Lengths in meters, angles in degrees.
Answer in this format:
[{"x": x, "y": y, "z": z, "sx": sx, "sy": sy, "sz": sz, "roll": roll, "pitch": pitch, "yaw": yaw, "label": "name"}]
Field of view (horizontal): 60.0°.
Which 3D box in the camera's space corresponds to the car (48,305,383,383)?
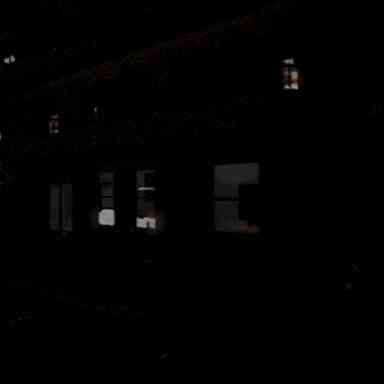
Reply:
[{"x": 0.745, "y": 1.570, "z": 2.343, "sx": 4.313, "sy": 1.339, "sz": 1.947, "roll": 0, "pitch": 0, "yaw": 35, "label": "car"}]
